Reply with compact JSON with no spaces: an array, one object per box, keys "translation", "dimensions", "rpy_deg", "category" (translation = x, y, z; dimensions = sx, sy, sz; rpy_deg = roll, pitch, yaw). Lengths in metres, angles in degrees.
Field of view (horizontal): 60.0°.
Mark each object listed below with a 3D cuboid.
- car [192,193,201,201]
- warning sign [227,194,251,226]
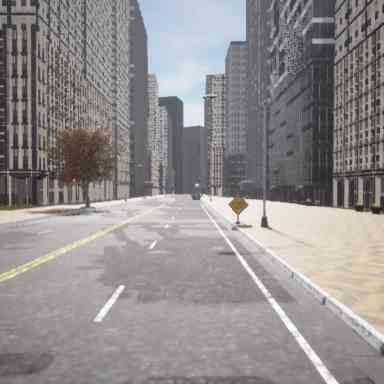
[{"translation":[1.134,1.309,86.658],"dimensions":[2.150,2.045,5.566],"rpy_deg":[0,0,0],"category":"car"},{"translation":[2.865,1.084,20.605],"dimensions":[1.300,1.860,1.060],"rpy_deg":[1,1,0],"category":"warning sign"}]
